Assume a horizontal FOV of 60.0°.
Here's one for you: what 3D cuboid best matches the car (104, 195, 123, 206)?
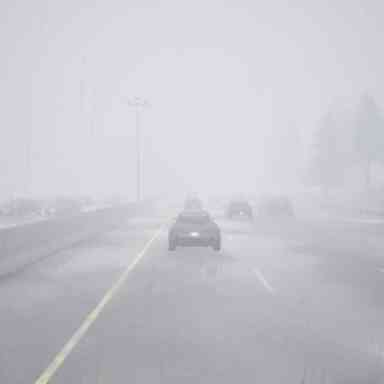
[{"bbox_3d":[-10.570,1.133,45.160,1.812,1.442,4.674,0,0,0],"label":"car"}]

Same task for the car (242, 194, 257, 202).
[{"bbox_3d":[10.478,1.041,60.924,1.994,1.385,4.181,0,0,0],"label":"car"}]

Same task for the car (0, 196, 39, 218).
[{"bbox_3d":[-14.098,1.250,27.624,2.128,1.511,4.902,0,1,0],"label":"car"}]

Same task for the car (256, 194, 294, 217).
[{"bbox_3d":[7.089,1.106,28.409,2.097,1.767,4.553,0,1,0],"label":"car"}]

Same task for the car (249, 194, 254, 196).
[{"bbox_3d":[10.482,1.054,50.503,2.128,1.511,4.902,0,0,0],"label":"car"}]

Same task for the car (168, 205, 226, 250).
[{"bbox_3d":[0.095,1.444,13.736,1.994,1.385,4.181,0,0,0],"label":"car"}]

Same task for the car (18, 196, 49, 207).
[{"bbox_3d":[-21.065,1.213,44.481,1.895,1.301,4.718,0,0,1],"label":"car"}]

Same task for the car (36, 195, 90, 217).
[{"bbox_3d":[-10.598,1.249,27.743,2.128,1.511,4.902,0,1,0],"label":"car"}]

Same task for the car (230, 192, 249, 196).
[{"bbox_3d":[6.987,0.906,51.393,2.097,1.767,4.553,0,0,0],"label":"car"}]

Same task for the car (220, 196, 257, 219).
[{"bbox_3d":[3.590,1.274,26.412,1.837,1.490,4.892,0,0,0],"label":"car"}]

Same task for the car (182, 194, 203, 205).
[{"bbox_3d":[0.087,1.200,34.875,1.837,1.490,4.892,0,0,0],"label":"car"}]

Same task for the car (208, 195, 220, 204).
[{"bbox_3d":[3.485,1.156,51.302,1.895,1.301,4.718,0,1,0],"label":"car"}]

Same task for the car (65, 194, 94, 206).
[{"bbox_3d":[-14.088,1.117,42.881,2.128,1.511,4.902,0,1,0],"label":"car"}]

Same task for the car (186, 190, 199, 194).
[{"bbox_3d":[0.048,0.686,61.588,2.150,2.045,5.566,0,0,0],"label":"car"}]
